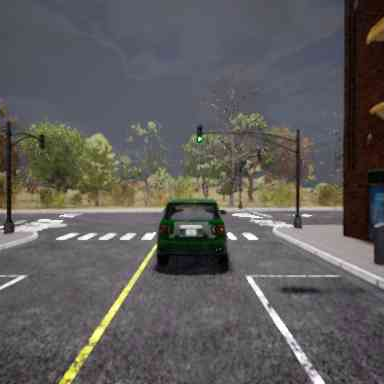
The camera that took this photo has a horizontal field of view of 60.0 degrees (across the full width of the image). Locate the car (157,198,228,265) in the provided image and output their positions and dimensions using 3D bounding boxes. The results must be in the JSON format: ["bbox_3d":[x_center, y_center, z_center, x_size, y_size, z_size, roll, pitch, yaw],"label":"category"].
[{"bbox_3d":[0.100,1.240,11.968,2.150,2.045,5.566,0,0,3],"label":"car"}]
